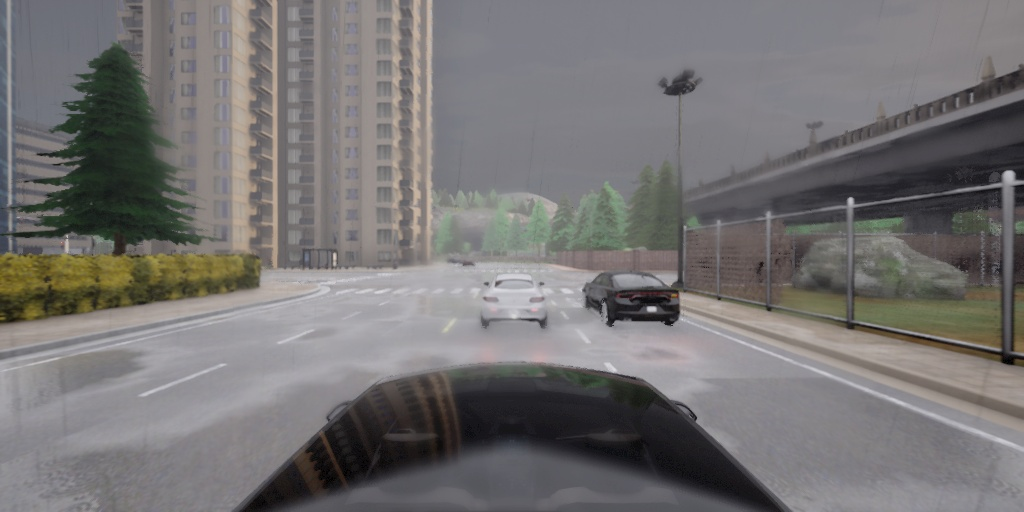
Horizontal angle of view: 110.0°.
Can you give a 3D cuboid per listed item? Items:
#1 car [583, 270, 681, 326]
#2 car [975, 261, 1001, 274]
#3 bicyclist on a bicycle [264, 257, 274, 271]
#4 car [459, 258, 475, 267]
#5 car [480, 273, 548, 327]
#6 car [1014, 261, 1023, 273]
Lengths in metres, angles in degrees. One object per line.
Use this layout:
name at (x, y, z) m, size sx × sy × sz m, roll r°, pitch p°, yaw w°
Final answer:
car at (3.575, 1.186, 11.594) m, size 1.882 × 1.535 × 5.008 m, roll 0°, pitch 0°, yaw 0°
car at (51.071, 1.221, 37.175) m, size 4.181 × 1.385 × 1.994 m, roll 0°, pitch 0°, yaw 3°
bicyclist on a bicycle at (-28.596, 0.936, 42.219) m, size 0.582 × 1.620 × 1.656 m, roll 0°, pitch 1°, yaw 0°
car at (-7.214, 1.106, 59.791) m, size 1.895 × 1.301 × 4.718 m, roll 0°, pitch 0°, yaw -2°
car at (0.067, 1.236, 11.170) m, size 1.812 × 1.442 × 4.674 m, roll 0°, pitch 0°, yaw 0°
car at (51.705, 0.898, 33.658) m, size 5.566 × 2.045 × 2.150 m, roll 0°, pitch 0°, yaw 4°
